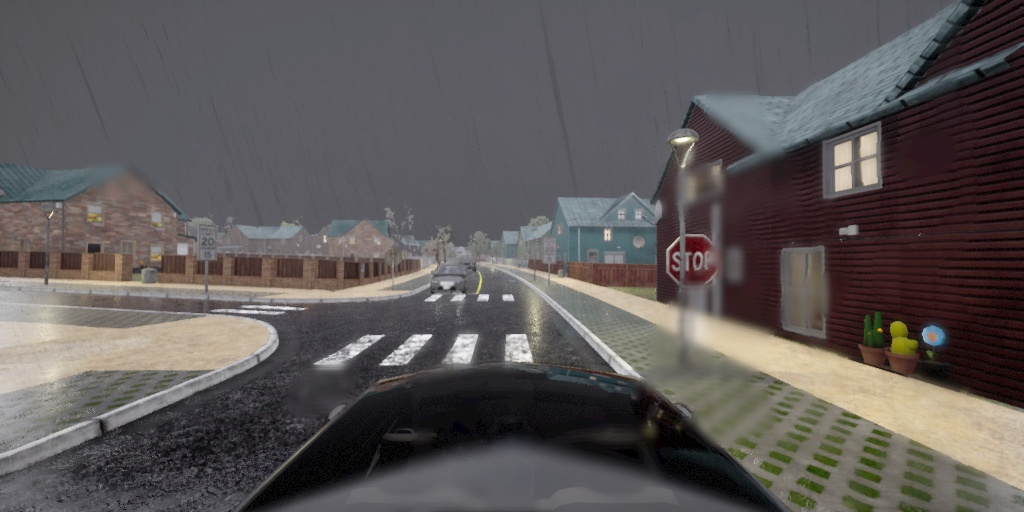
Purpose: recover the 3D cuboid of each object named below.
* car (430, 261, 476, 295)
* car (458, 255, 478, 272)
[{"bbox_3d":[-3.290,1.245,19.743,2.128,1.511,4.902,0,0,-3],"label":"car"},{"bbox_3d":[-5.539,0.927,44.851,2.150,2.045,5.566,0,0,-7],"label":"car"}]
